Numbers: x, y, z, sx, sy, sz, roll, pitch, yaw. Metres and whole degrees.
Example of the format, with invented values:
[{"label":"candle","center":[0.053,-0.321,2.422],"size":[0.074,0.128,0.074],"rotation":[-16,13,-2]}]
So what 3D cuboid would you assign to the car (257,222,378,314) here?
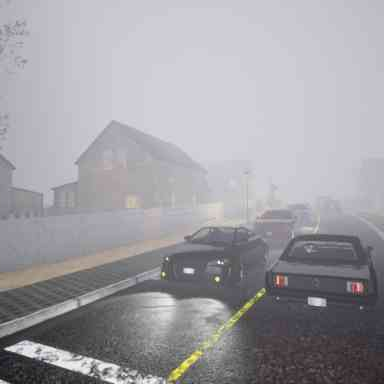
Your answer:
[{"label":"car","center":[3.174,1.630,7.771],"size":[1.895,1.301,4.718],"rotation":[-2,-1,27]}]

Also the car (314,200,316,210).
[{"label":"car","center":[12.030,1.827,35.938],"size":[2.033,1.411,5.357],"rotation":[-2,-1,20]}]

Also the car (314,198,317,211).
[{"label":"car","center":[18.266,1.554,46.158],"size":[2.150,2.045,5.566],"rotation":[-1,-1,16]}]

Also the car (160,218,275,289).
[{"label":"car","center":[0.819,1.687,9.631],"size":[1.994,1.385,4.181],"rotation":[-2,-1,27]}]

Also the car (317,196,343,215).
[{"label":"car","center":[15.347,1.575,36.842],"size":[2.097,1.767,4.553],"rotation":[-2,-1,19]}]

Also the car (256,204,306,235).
[{"label":"car","center":[4.557,1.631,17.468],"size":[1.882,1.535,5.008],"rotation":[-2,-1,24]}]

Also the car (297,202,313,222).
[{"label":"car","center":[8.351,1.680,26.328],"size":[1.882,1.535,5.008],"rotation":[-2,-1,22]}]
